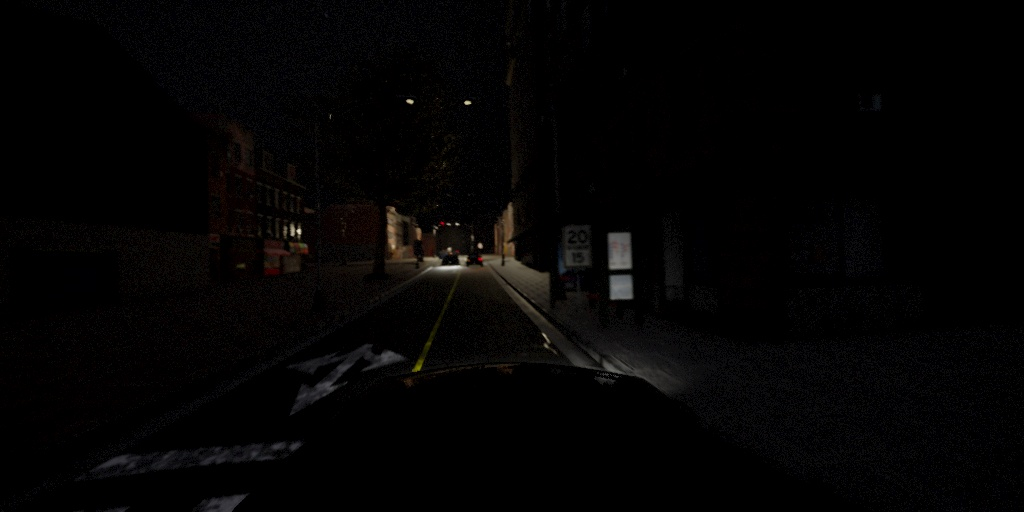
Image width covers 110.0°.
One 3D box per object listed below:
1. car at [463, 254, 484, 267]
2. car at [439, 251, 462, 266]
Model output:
[{"bbox_3d":[-4.243,0.462,40.668,1.812,1.442,4.674,-2,2,-6],"label":"car"},{"bbox_3d":[-7.435,0.443,43.691,1.994,1.385,4.181,-2,3,-7],"label":"car"}]
